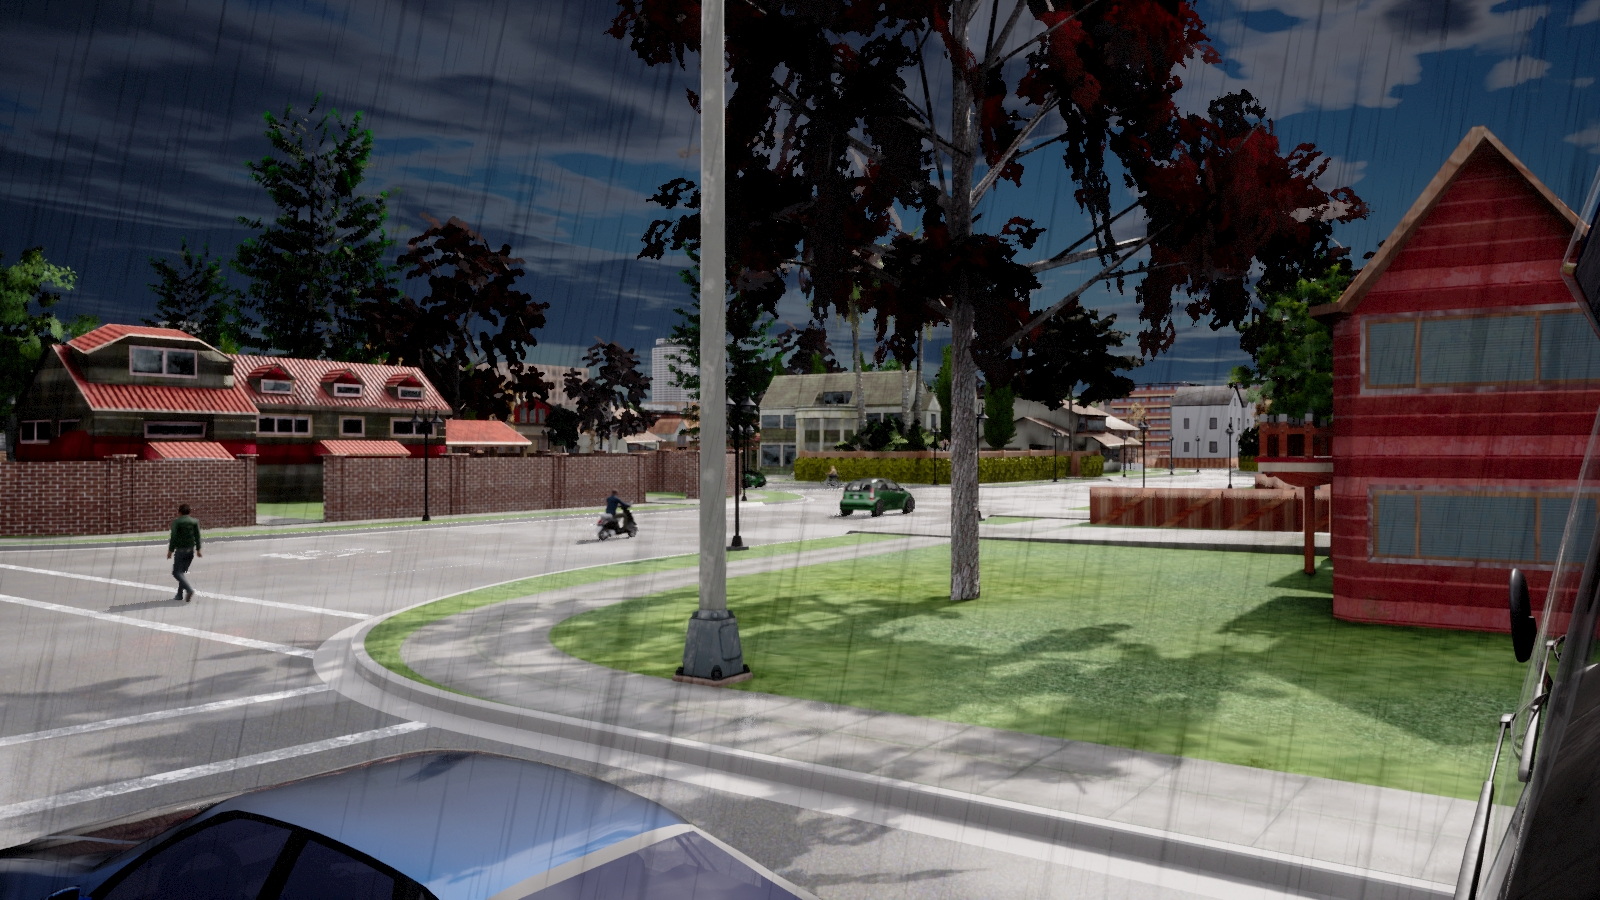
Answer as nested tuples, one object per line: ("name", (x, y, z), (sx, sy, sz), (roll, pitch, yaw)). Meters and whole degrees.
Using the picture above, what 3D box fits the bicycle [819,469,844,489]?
("bicycle", (2.168, 2.009, 78.673), (1.487, 1.301, 0.859), (0, 0, 33))

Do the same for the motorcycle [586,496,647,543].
("motorcycle", (-5.688, 2.129, 35.510), (0.856, 1.341, 1.805), (0, 0, 34))

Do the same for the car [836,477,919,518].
("car", (3.370, 1.999, 49.129), (1.851, 1.617, 3.988), (0, 0, 33))

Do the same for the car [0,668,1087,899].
("car", (-1.713, 2.106, 4.943), (5.357, 1.411, 2.033), (0, 0, 36))

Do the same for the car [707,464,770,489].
("car", (-4.264, 1.831, 78.717), (3.988, 1.617, 1.851), (0, 0, 34))

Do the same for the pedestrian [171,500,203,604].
("pedestrian", (-11.197, 1.848, 20.878), (0.375, 1.860, 0.375), (0, 0, 32))
